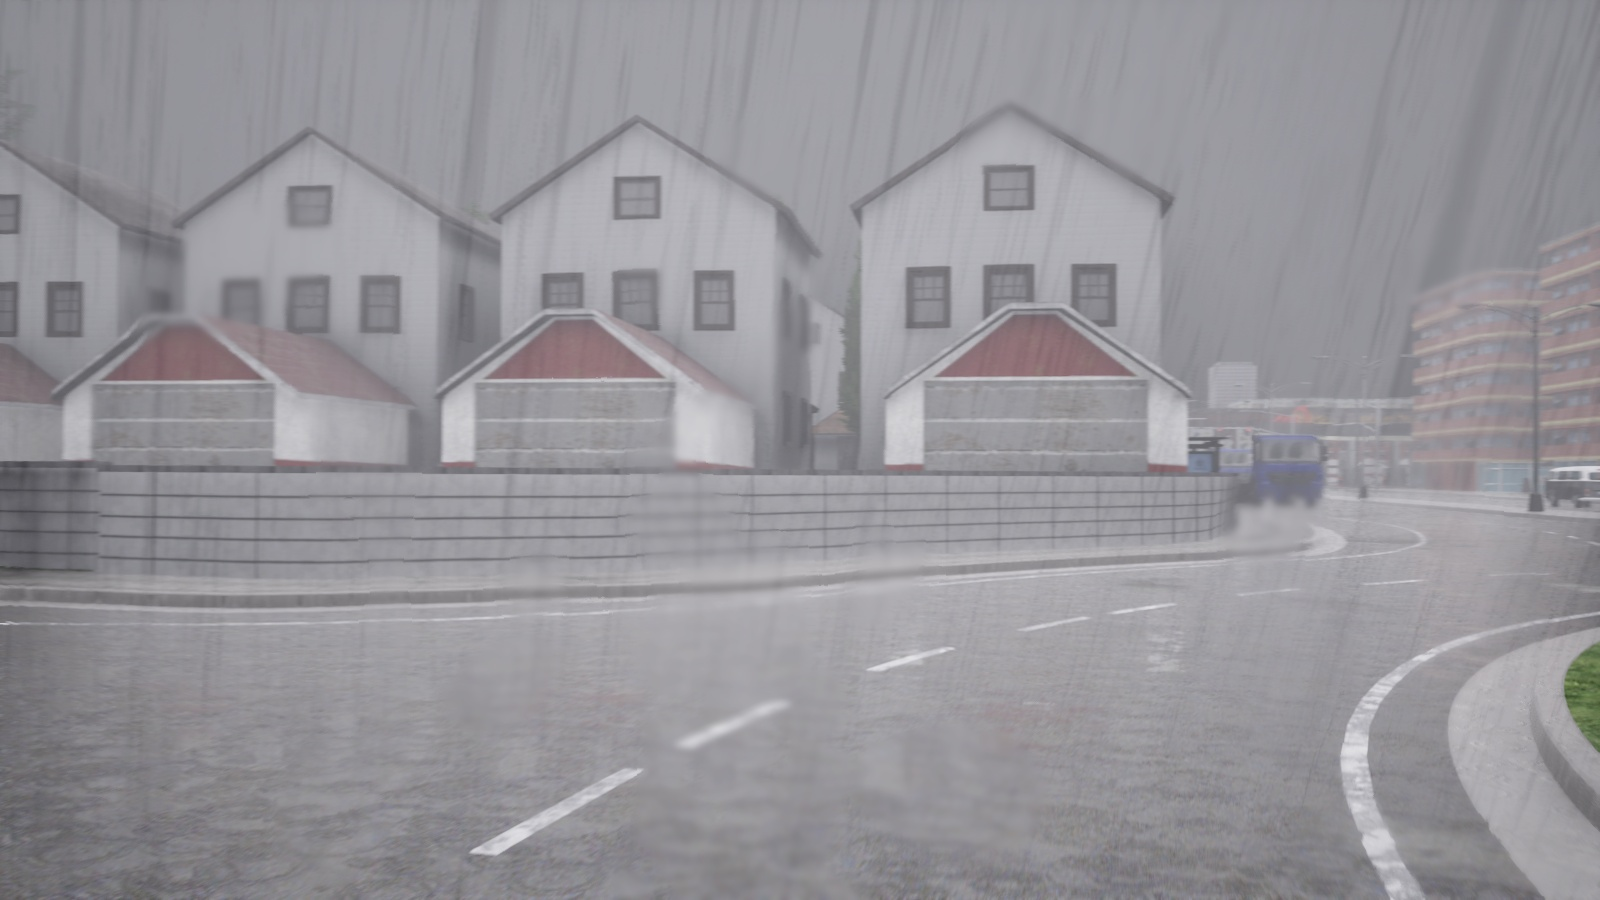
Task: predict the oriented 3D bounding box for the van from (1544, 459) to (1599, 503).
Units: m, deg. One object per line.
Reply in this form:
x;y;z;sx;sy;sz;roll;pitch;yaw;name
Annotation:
38.532;1.502;61.483;2.069;2.038;4.480;0;-1;8;van

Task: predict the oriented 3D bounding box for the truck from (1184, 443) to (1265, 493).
31.099;1.329;92.341;2.891;3.462;7.936;0;-1;-3;truck

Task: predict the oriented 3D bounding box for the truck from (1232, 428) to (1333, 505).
23.335;0.819;61.194;2.891;3.462;7.936;0;-1;8;truck
